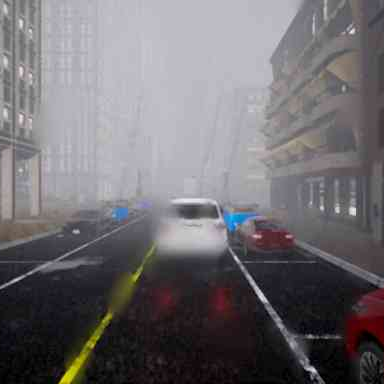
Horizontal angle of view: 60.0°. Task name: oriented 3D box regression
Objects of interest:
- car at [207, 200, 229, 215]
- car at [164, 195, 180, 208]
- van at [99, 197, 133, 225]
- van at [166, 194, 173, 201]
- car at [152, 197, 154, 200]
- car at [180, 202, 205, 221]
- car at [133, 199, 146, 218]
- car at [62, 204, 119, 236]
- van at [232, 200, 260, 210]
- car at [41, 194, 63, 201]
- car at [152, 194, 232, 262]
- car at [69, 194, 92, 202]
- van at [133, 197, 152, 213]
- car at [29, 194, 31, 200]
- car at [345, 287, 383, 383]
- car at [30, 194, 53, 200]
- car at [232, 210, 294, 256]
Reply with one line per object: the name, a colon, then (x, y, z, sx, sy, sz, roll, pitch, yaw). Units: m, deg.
car: (2.692, 1.592, 35.480, 2.008, 1.369, 4.403, 0, 0, 0)
car: (-3.044, 1.416, 51.381, 2.097, 1.767, 4.553, 0, 0, 1)
van: (-5.690, 1.367, 24.184, 1.690, 1.788, 3.998, 0, 0, 0)
van: (-5.686, 1.465, 84.901, 1.690, 1.788, 3.998, 0, 0, 0)
car: (-5.688, 1.507, 52.427, 1.967, 1.590, 4.097, 0, 0, 0)
car: (0.048, 1.597, 28.662, 1.994, 1.385, 4.181, 0, 0, 1)
car: (-5.689, 1.584, 29.832, 2.008, 1.369, 4.403, 0, 0, 0)
car: (-5.690, 1.585, 18.535, 1.947, 1.339, 4.313, 0, 0, 0)
van: (2.690, 1.360, 18.534, 1.690, 1.788, 3.998, 0, 0, 0)
car: (-26.704, 1.187, 63.195, 4.206, 1.307, 1.802, 1, -1, 0)
car: (0.036, 1.235, 12.352, 2.150, 2.045, 5.566, 0, 0, 1)
car: (-21.127, 1.152, 63.211, 4.097, 1.590, 1.967, 1, -1, 0)
van: (-5.689, 1.382, 35.481, 1.690, 1.788, 3.998, 0, 0, 0)
car: (-32.273, 0.813, 63.189, 5.009, 1.841, 2.192, 1, -1, 0)
car: (2.689, 1.317, 1.588, 2.192, 1.841, 5.009, 0, 0, 0)
car: (-32.358, 1.079, 71.563, 4.206, 1.307, 1.802, 1, -1, 0)
car: (2.690, 1.595, 12.885, 1.802, 1.307, 4.206, 0, 0, 0)
